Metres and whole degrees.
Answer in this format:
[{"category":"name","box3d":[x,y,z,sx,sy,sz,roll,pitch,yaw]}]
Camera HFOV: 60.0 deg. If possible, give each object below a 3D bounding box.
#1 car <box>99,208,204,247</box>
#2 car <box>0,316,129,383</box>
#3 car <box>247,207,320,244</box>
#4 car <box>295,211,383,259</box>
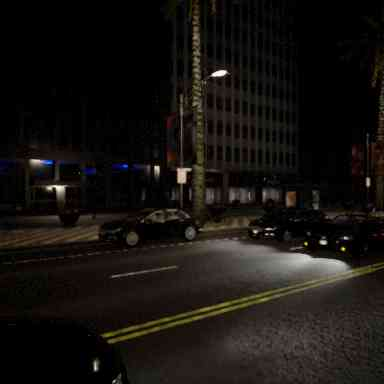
[{"category":"car","box3d":[-1.721,1.479,15.032,4.892,1.521,2.231,0,0,-35]},{"category":"car","box3d":[-2.732,1.492,1.798,4.902,1.511,2.128,0,0,-36]},{"category":"car","box3d":[4.754,1.501,15.973,4.892,1.490,1.837,0,0,-35]},{"category":"car","box3d":[6.174,1.561,12.687,4.181,1.385,1.994,0,0,-35]}]
